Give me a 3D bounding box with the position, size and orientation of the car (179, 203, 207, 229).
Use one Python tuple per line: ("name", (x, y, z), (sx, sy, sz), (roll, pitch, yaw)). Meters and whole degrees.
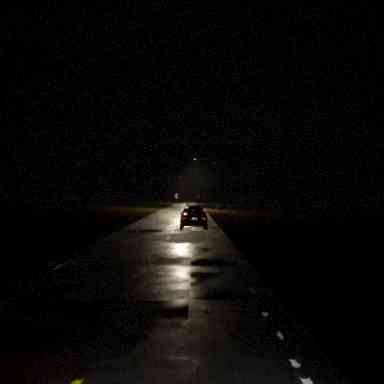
("car", (0.101, 1.710, 22.943), (2.033, 1.411, 5.357), (0, 0, 0))
